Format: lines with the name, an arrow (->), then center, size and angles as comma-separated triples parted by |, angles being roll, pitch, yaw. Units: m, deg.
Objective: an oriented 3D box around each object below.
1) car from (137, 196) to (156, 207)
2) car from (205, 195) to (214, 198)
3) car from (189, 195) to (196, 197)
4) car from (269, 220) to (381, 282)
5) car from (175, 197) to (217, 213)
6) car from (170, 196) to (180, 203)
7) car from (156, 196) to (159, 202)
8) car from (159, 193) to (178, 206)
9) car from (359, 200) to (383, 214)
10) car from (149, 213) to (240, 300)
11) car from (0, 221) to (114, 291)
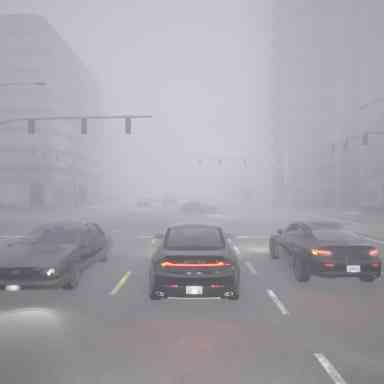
car -> -7.092, 1.547, 50.125 | 2.033, 1.411, 5.357 | 0, 0, 0
car -> 3.551, 1.502, 71.109 | 1.837, 1.490, 4.892 | 0, 0, 0
car -> 0.009, 1.364, 73.874 | 2.128, 1.511, 4.902 | 0, 0, 0
car -> 3.565, 1.526, 9.622 | 1.812, 1.442, 4.674 | 0, 0, 0
car -> 0.591, 1.564, 33.940 | 1.994, 1.385, 4.181 | 0, 0, -42
car -> -3.492, 1.576, 69.513 | 1.895, 1.301, 4.718 | 0, 0, 0
car -> -7.006, 1.477, 67.576 | 1.882, 1.535, 5.008 | 0, 0, 0
car -> -3.589, 1.221, 54.175 | 2.150, 2.045, 5.566 | 0, 0, 1
car -> 20.850, 1.547, 35.482 | 5.357, 1.411, 2.033 | 0, 0, 1
car -> 0.059, 1.505, 8.366 | 1.837, 1.490, 4.892 | 0, 0, 0
car -> -3.599, 1.547, 9.358 | 2.033, 1.411, 5.357 | 0, 0, 0
